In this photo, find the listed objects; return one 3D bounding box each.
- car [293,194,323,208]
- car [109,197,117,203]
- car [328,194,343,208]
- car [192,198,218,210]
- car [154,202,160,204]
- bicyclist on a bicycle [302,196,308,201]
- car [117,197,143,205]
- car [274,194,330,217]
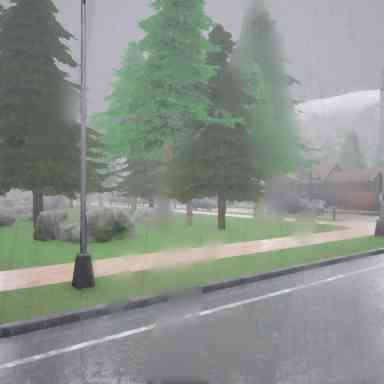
[{"bbox_3d":[15.556,1.161,44.502,3.866,1.878,1.905,0,0,-37],"label":"car"},{"bbox_3d":[-14.619,1.477,66.395,4.902,1.511,2.128,0,0,42],"label":"car"},{"bbox_3d":[17.375,1.160,42.723,4.605,1.855,1.932,0,0,-37],"label":"car"},{"bbox_3d":[1.873,1.474,41.847,2.128,1.511,4.902,0,0,-37],"label":"car"},{"bbox_3d":[-7.265,1.587,59.211,1.895,1.301,4.718,0,0,-42],"label":"car"},{"bbox_3d":[13.214,1.267,39.182,1.656,1.620,0.582,0,0,-37],"label":"bicyclist on a bicycle"},{"bbox_3d":[-10.471,1.514,57.590,1.837,1.490,4.892,0,0,-43],"label":"car"},{"bbox_3d":[9.945,1.338,31.042,2.097,1.767,4.553,0,0,-37],"label":"car"}]
